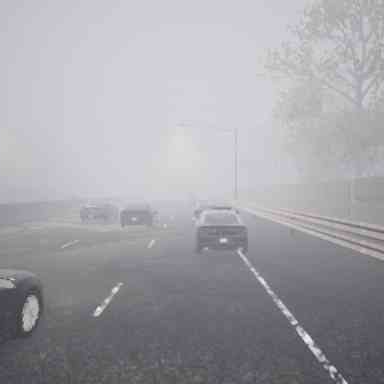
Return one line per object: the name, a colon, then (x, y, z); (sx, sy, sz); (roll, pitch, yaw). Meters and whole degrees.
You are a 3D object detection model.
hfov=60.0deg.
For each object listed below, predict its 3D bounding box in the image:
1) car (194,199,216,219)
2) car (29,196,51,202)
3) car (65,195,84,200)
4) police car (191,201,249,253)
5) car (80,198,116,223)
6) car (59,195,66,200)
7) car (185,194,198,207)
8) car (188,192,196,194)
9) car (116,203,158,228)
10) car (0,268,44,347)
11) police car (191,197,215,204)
car: (1.062, 1.447, 29.503); (1.837, 1.490, 4.892); (0, 0, 0)
car: (-24.547, 1.424, 53.890); (1.812, 1.442, 4.674); (0, 0, 0)
car: (-17.557, 1.466, 51.793); (1.994, 1.385, 4.181); (0, 0, 0)
police car: (1.056, 1.397, 13.612); (1.930, 1.638, 5.238); (0, 0, 0)
car: (-6.890, 1.440, 25.114); (2.128, 1.511, 4.902); (0, 0, 0)
car: (-21.039, 1.246, 56.719); (2.097, 1.767, 4.553); (0, 0, 0)
car: (0.022, 1.456, 47.694); (2.033, 1.411, 5.357); (0, 0, 0)
car: (0.027, 1.099, 66.809); (2.150, 2.045, 5.566); (0, 0, 0)
car: (-3.389, 1.433, 22.002); (1.882, 1.535, 5.008); (0, 0, 0)
car: (-3.398, 1.496, 3.659); (1.837, 1.490, 4.892); (0, 0, 0)
police car: (1.060, 1.377, 23.613); (1.930, 1.638, 5.238); (0, 0, 0)
